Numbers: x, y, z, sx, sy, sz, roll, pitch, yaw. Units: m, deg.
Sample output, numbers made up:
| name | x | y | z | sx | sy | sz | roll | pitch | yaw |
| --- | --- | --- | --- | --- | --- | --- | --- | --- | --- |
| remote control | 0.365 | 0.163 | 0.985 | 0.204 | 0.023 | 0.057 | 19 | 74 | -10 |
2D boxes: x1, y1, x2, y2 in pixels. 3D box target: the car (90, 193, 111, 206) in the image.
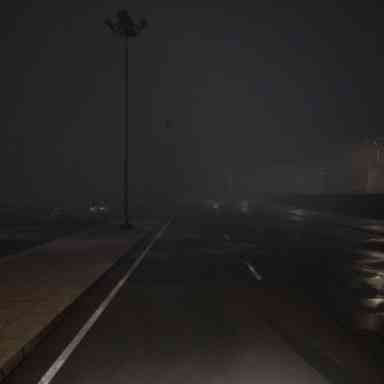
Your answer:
| name | x | y | z | sx | sy | sz | roll | pitch | yaw |
| --- | --- | --- | --- | --- | --- | --- | --- | --- | --- |
| car | -14.782 | 1.154 | 54.037 | 2.150 | 2.045 | 5.566 | 0 | 1 | 0 |
